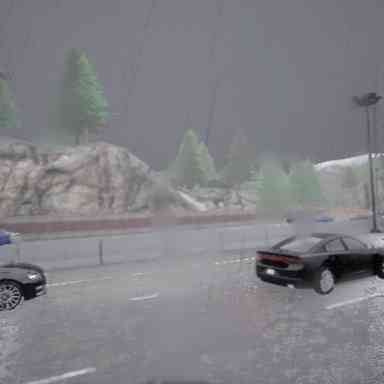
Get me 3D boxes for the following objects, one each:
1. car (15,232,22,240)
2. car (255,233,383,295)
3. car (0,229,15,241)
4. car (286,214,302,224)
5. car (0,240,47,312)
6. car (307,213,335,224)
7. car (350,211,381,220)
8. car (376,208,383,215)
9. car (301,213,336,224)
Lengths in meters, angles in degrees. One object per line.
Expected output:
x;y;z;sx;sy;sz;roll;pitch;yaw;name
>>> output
-16.341;3.745;26.897;4.674;1.442;1.812;0;-4;-28;car
4.184;1.984;10.214;5.008;1.535;1.882;0;-4;-32;car
-15.502;3.454;23.401;5.008;1.535;1.882;0;-4;-28;car
16.673;4.185;51.823;2.033;1.411;5.357;-5;-5;44;car
-6.253;2.224;8.165;4.902;1.511;2.128;0;-4;-29;car
19.252;3.901;49.527;2.128;1.511;4.902;-5;-5;44;car
21.684;3.469;42.009;4.718;1.301;1.895;2;-5;-44;car
41.909;4.276;73.861;2.097;1.767;4.553;-4;-4;31;car
16.118;3.505;41.566;5.008;1.535;1.882;1;-5;-43;car
